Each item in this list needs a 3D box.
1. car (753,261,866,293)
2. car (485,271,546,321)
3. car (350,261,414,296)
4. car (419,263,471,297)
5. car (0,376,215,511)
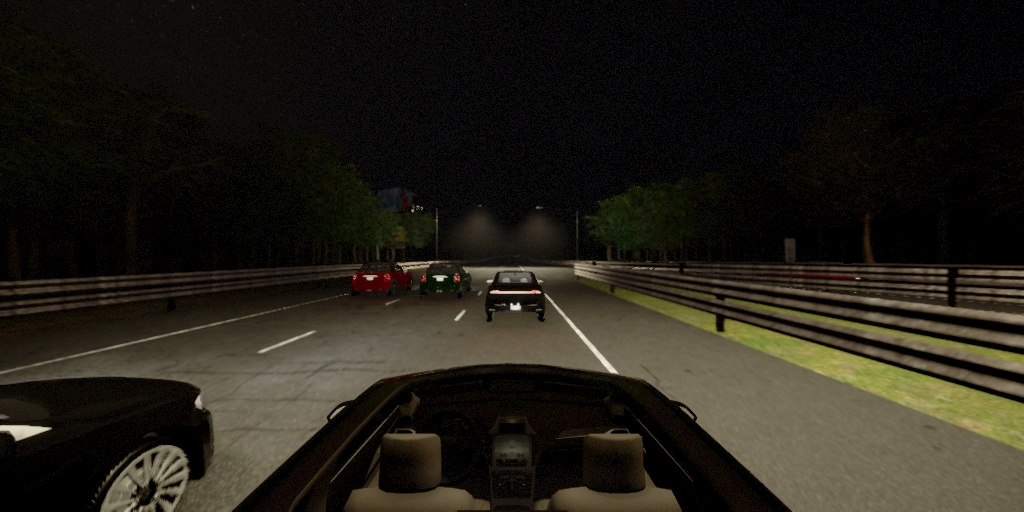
[{"bbox_3d":[14.782,1.017,18.223,2.163,1.488,4.792,0,0,-15],"label":"car"},{"bbox_3d":[0.102,1.254,12.574,2.128,1.511,4.902,0,0,0],"label":"car"},{"bbox_3d":[-6.897,1.129,19.554,2.097,1.767,4.553,0,0,0],"label":"car"},{"bbox_3d":[-3.397,1.128,19.045,2.097,1.767,4.553,0,0,0],"label":"car"},{"bbox_3d":[-3.400,1.241,0.989,2.128,1.511,4.902,0,0,0],"label":"car"}]
